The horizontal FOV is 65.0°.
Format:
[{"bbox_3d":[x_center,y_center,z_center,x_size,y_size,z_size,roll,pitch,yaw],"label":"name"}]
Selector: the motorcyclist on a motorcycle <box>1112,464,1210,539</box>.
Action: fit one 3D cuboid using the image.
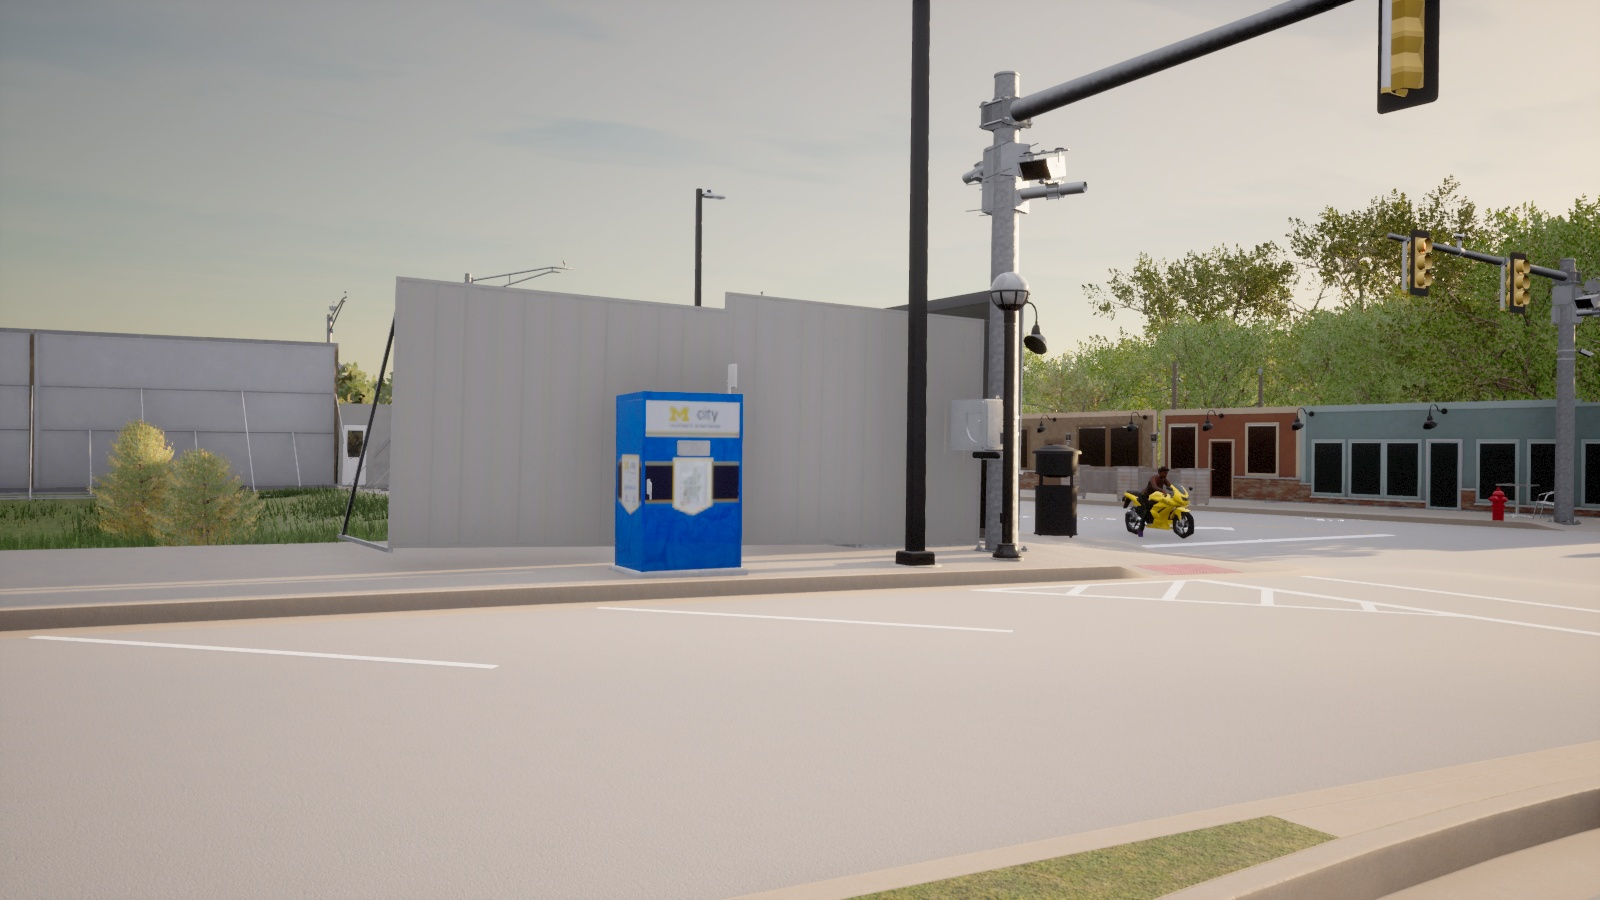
[{"bbox_3d":[7.667,1.065,26.779,0.797,1.523,2.044,0,0,-29],"label":"motorcyclist on a motorcycle"}]
